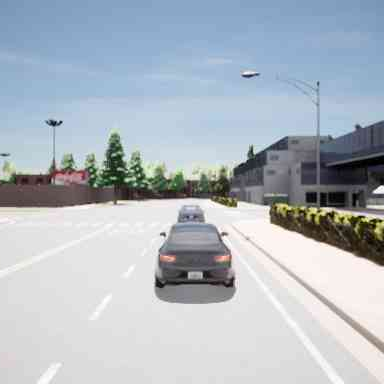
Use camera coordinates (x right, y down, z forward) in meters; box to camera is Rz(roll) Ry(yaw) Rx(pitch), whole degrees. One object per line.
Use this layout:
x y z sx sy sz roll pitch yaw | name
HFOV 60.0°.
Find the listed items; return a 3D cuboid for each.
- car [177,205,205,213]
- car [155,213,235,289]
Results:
-0.063 1.598 23.080 2.033 1.411 5.357 0 0 0 | car
0.057 1.546 9.126 1.812 1.442 4.674 0 0 0 | car
